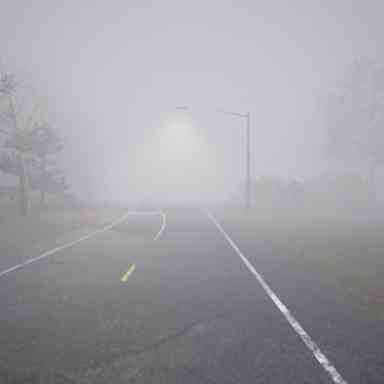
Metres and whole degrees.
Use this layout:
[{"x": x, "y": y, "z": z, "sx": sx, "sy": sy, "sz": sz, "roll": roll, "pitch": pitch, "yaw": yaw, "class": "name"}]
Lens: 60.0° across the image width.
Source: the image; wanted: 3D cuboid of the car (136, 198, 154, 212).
[{"x": -5.466, "y": 1.488, "z": 38.982, "sx": 1.812, "sy": 1.442, "sz": 4.674, "roll": 0, "pitch": 0, "yaw": -7, "class": "car"}]
